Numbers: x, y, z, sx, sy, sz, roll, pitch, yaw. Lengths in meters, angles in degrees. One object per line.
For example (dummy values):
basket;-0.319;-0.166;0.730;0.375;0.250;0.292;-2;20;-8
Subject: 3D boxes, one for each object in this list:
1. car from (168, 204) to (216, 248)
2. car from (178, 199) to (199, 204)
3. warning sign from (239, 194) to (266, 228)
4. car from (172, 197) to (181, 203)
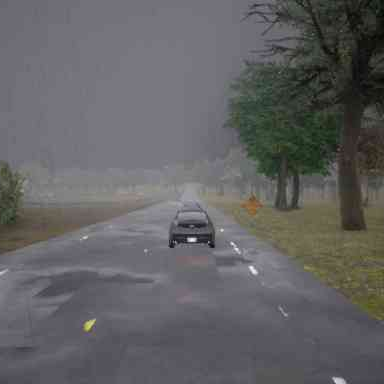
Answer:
car;0.001;1.514;14.662;1.837;1.490;4.892;0;0;0
car;0.001;1.592;29.676;1.994;1.385;4.181;0;0;0
warning sign;3.588;1.118;19.886;1.300;1.860;1.060;2;2;0
car;-3.498;1.747;76.798;1.994;1.385;4.181;0;0;0
